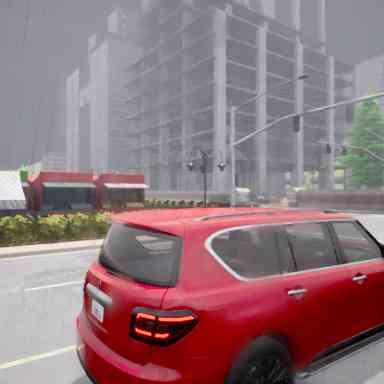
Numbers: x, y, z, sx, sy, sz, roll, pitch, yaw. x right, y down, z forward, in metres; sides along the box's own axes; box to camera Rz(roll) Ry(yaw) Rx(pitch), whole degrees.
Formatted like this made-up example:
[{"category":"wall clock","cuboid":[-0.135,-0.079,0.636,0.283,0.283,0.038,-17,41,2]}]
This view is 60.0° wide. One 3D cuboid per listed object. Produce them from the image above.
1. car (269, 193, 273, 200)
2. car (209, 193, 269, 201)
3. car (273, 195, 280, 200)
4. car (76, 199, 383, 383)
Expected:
[{"category":"car","cuboid":[11.664,1.112,58.231,1.905,1.878,3.866,0,0,-36]},{"category":"car","cuboid":[3.617,1.166,29.021,2.150,2.045,5.566,0,0,-36]},{"category":"car","cuboid":[14.053,1.112,59.946,1.905,1.878,3.866,0,0,-36]},{"category":"car","cuboid":[1.292,1.221,4.713,5.566,2.045,2.150,0,0,-35]}]
